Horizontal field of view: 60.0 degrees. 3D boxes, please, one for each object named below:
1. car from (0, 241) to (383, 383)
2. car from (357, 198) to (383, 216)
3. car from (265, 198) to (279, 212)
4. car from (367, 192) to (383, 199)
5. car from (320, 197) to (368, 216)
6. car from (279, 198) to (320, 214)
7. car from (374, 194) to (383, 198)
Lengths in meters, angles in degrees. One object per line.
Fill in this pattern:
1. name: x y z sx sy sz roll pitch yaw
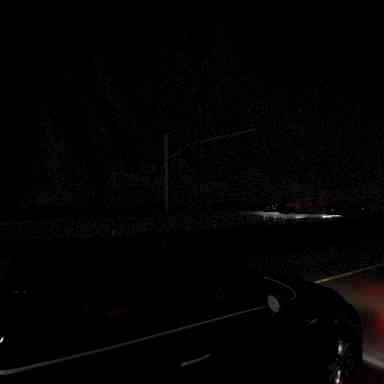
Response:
1. car: -0.107 1.351 3.668 4.553 1.767 2.097 0 0 -36
2. car: 16.826 1.501 29.189 4.718 1.301 1.895 0 0 -36
3. car: 10.235 1.406 37.378 4.892 1.490 1.837 0 0 -36
4. car: 28.111 0.991 50.398 5.566 2.045 2.150 0 0 -36
5. car: 14.585 1.464 31.885 4.181 1.385 1.994 0 0 -36
6. car: 11.484 1.385 33.958 5.008 1.535 1.882 0 0 -36
7. car: 27.194 1.317 45.389 4.674 1.442 1.812 0 0 -36
